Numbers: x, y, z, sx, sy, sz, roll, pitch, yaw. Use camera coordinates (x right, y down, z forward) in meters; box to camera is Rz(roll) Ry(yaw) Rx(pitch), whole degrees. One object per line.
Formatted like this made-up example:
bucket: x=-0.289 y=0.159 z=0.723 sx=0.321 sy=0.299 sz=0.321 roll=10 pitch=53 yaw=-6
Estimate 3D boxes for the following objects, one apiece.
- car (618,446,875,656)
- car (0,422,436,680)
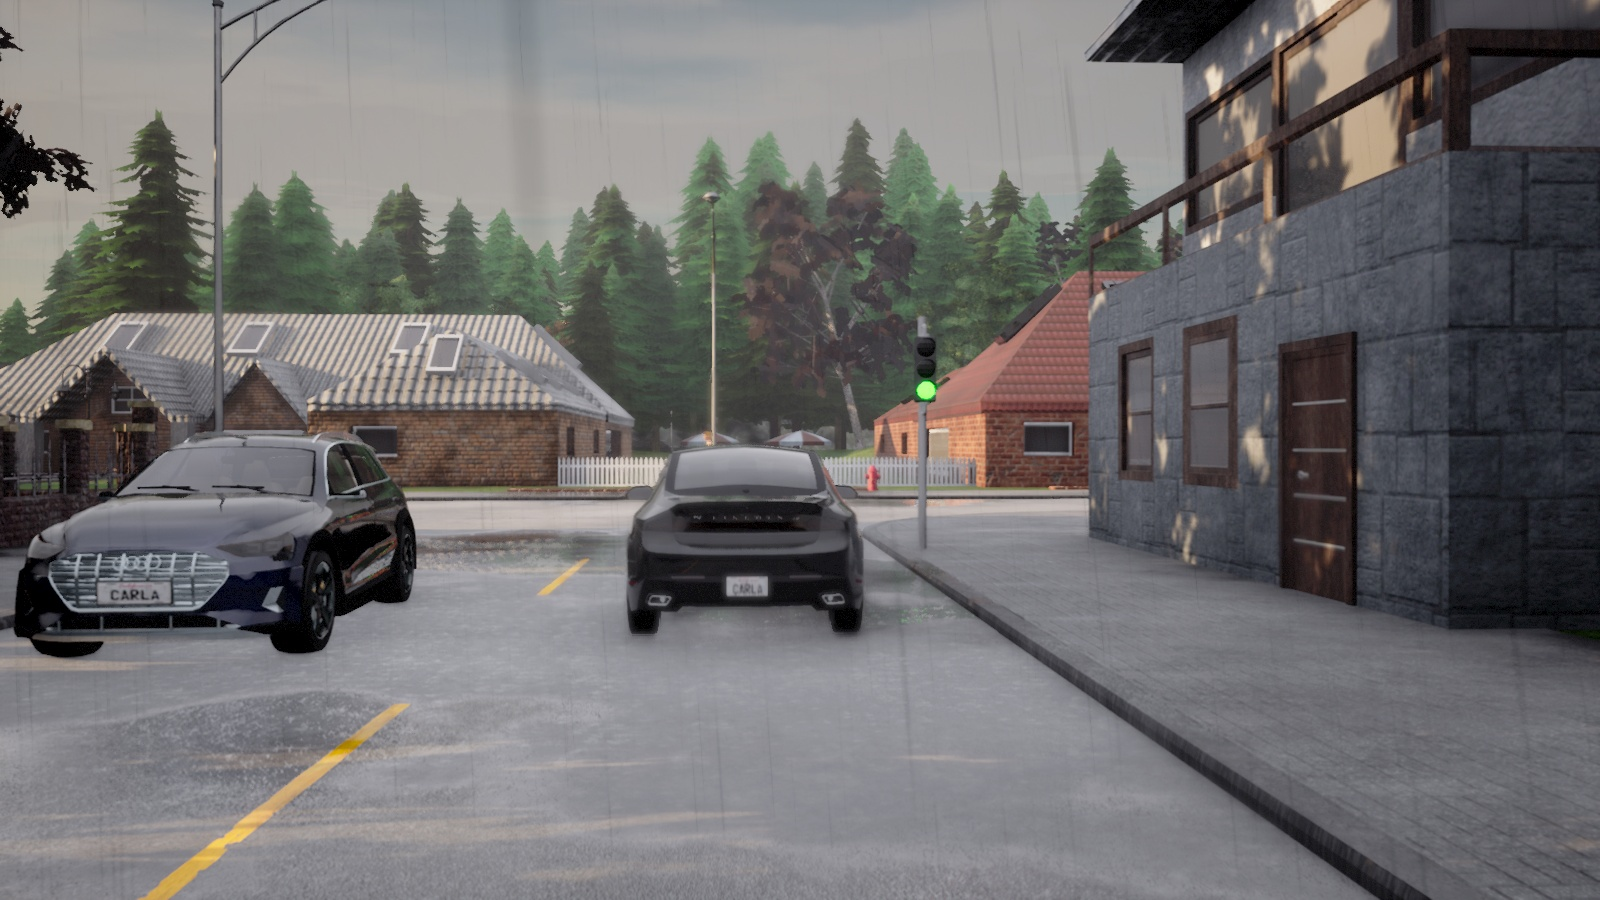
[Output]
car: x=-0.517 y=0.713 z=11.440 sx=1.837 sy=1.490 sz=4.892 roll=0 pitch=0 yaw=-3
car: x=-4.559 y=0.638 z=10.540 sx=2.033 sy=1.649 sz=4.856 roll=0 pitch=0 yaw=-6
